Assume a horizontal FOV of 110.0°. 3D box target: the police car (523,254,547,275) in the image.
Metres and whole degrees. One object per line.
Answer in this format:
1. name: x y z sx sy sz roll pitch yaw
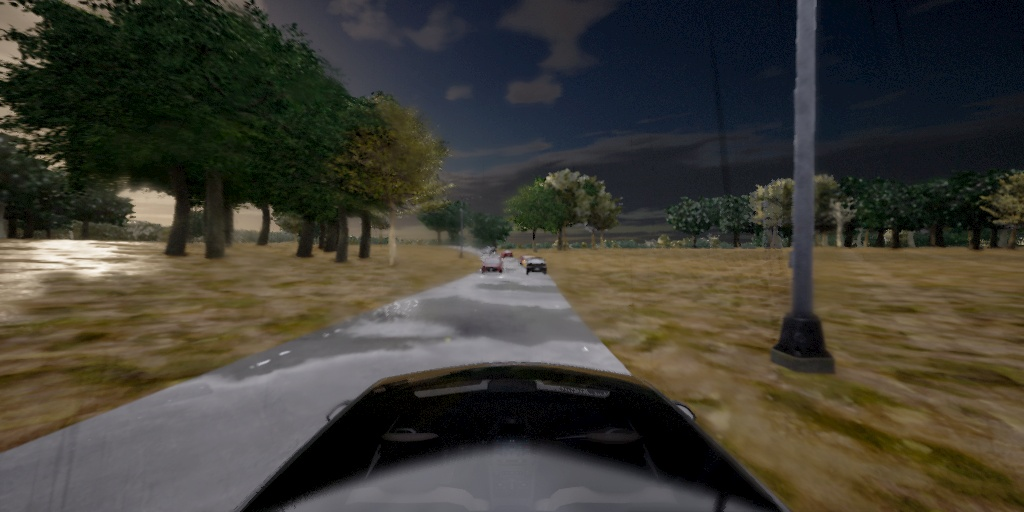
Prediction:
1. police car: 2.250 0.882 33.876 1.930 1.638 5.238 0 1 1

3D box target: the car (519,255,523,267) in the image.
1. car: 2.177 0.645 44.058 1.801 1.575 5.366 -2 3 -2

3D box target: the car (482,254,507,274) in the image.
1. car: -1.796 0.890 34.472 1.882 1.535 5.008 1 1 1
